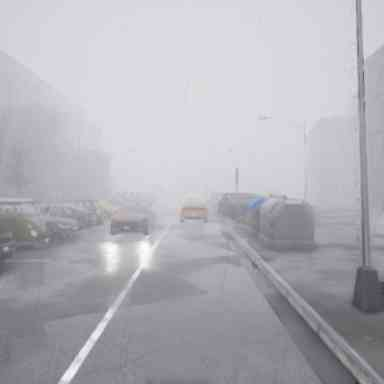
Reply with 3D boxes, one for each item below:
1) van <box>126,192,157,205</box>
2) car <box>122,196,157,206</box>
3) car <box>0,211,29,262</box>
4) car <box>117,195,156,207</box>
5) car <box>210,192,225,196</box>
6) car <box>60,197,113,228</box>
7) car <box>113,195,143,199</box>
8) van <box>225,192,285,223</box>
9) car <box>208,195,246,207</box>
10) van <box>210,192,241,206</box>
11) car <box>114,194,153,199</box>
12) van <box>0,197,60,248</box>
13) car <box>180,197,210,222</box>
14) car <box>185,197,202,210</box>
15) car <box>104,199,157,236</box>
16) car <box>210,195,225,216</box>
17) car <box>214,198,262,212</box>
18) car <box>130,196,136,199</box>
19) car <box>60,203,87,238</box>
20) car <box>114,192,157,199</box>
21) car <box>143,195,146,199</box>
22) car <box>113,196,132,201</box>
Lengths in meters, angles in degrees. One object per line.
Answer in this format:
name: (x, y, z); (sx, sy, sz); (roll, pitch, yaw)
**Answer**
van: (-7.700, 1.056, 51.256); (4.442, 1.987, 1.878); (0, 0, 0)
car: (-7.616, 1.283, 48.468); (4.792, 1.488, 2.163); (0, 0, 0)
car: (-7.632, 1.432, 9.253); (5.008, 1.535, 2.097); (0, 0, 0)
car: (-7.590, 1.247, 45.636); (5.008, 1.535, 2.097); (0, 0, 0)
car: (4.705, 1.130, 43.148); (4.553, 1.767, 2.185); (0, 0, 0)
car: (-7.591, 1.248, 20.550); (4.553, 1.767, 2.185); (0, 0, 0)
car: (-7.794, 1.313, 31.727); (5.366, 1.575, 1.946); (0, 0, 0)
van: (4.828, 1.131, 23.608); (4.442, 1.987, 1.878); (0, 0, 0)
car: (4.745, 1.246, 45.938); (5.008, 1.535, 2.097); (0, 0, 0)
van: (4.860, 1.029, 48.714); (4.442, 1.987, 1.878); (0, 0, 0)
car: (-7.568, 1.302, 40.108); (4.792, 1.488, 2.163); (0, 0, 0)
van: (-7.517, 1.191, 12.170); (4.442, 1.987, 1.878); (0, 0, 0)
car: (0.133, 1.349, 24.848); (1.882, 1.535, 5.008); (0, 0, 0)
car: (0.153, 1.352, 40.910); (1.994, 1.385, 4.181); (0, 0, 0)
car: (-3.075, 1.383, 18.098); (1.882, 1.535, 5.008); (0, 0, 0)
car: (4.533, 1.326, 29.066); (5.366, 1.575, 1.946); (0, 0, 0)
car: (4.722, 1.340, 34.650); (4.674, 1.452, 2.002); (0, 0, 0)
car: (-7.641, 1.360, 28.932); (4.792, 1.488, 2.163); (0, 0, 0)
car: (-7.636, 1.403, 14.965); (4.892, 1.521, 2.231); (0, 0, 0)
car: (-7.566, 1.007, 42.900); (5.566, 2.045, 2.435); (0, 0, 0)
car: (-7.634, 1.331, 34.520); (4.792, 1.488, 2.163); (0, 0, 0)
car: (-7.801, 1.341, 26.140); (5.366, 1.575, 1.946); (0, 0, 0)
